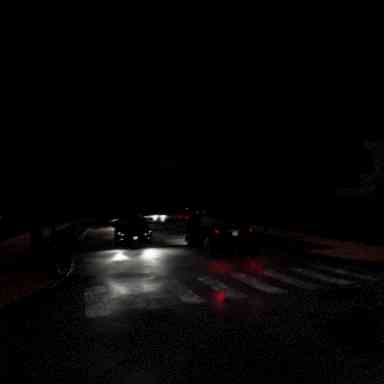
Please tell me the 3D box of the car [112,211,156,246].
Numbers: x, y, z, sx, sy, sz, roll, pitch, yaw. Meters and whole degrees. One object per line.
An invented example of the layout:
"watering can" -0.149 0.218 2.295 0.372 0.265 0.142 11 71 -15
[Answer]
"car" -3.394 2.082 18.784 1.837 1.490 4.892 -1 -1 -14

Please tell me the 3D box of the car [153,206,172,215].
"car" -4.321 2.746 49.779 1.994 1.385 4.181 -1 -1 12

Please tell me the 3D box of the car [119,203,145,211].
"car" -5.810 2.106 32.878 2.150 2.045 5.566 -1 -1 -3

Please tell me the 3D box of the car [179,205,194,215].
"car" -0.581 2.612 49.617 2.128 1.511 4.902 -1 -1 14

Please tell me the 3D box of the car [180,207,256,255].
"car" 1.184 1.800 15.773 2.097 1.767 4.553 -1 -1 -17
